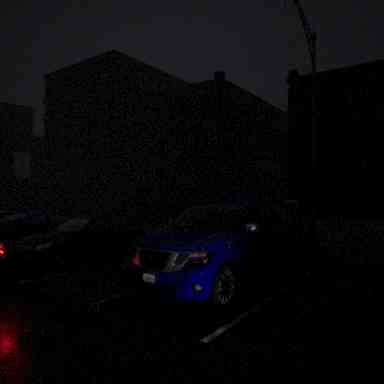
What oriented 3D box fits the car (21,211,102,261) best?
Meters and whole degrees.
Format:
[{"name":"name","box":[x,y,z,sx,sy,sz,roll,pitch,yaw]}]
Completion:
[{"name":"car","box":[-5.872,1.500,13.223,2.097,1.535,5.008,0,0,36]}]

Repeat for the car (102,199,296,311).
[{"name":"car","box":[0.819,1.232,8.361,2.435,2.045,5.566,0,0,36]}]

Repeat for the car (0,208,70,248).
[{"name":"car","box":[-8.105,1.547,14.840,2.002,1.452,4.674,0,0,36]}]

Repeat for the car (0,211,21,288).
[{"name":"car","box":[-6.382,1.366,7.997,4.553,1.767,2.097,0,0,36]}]
